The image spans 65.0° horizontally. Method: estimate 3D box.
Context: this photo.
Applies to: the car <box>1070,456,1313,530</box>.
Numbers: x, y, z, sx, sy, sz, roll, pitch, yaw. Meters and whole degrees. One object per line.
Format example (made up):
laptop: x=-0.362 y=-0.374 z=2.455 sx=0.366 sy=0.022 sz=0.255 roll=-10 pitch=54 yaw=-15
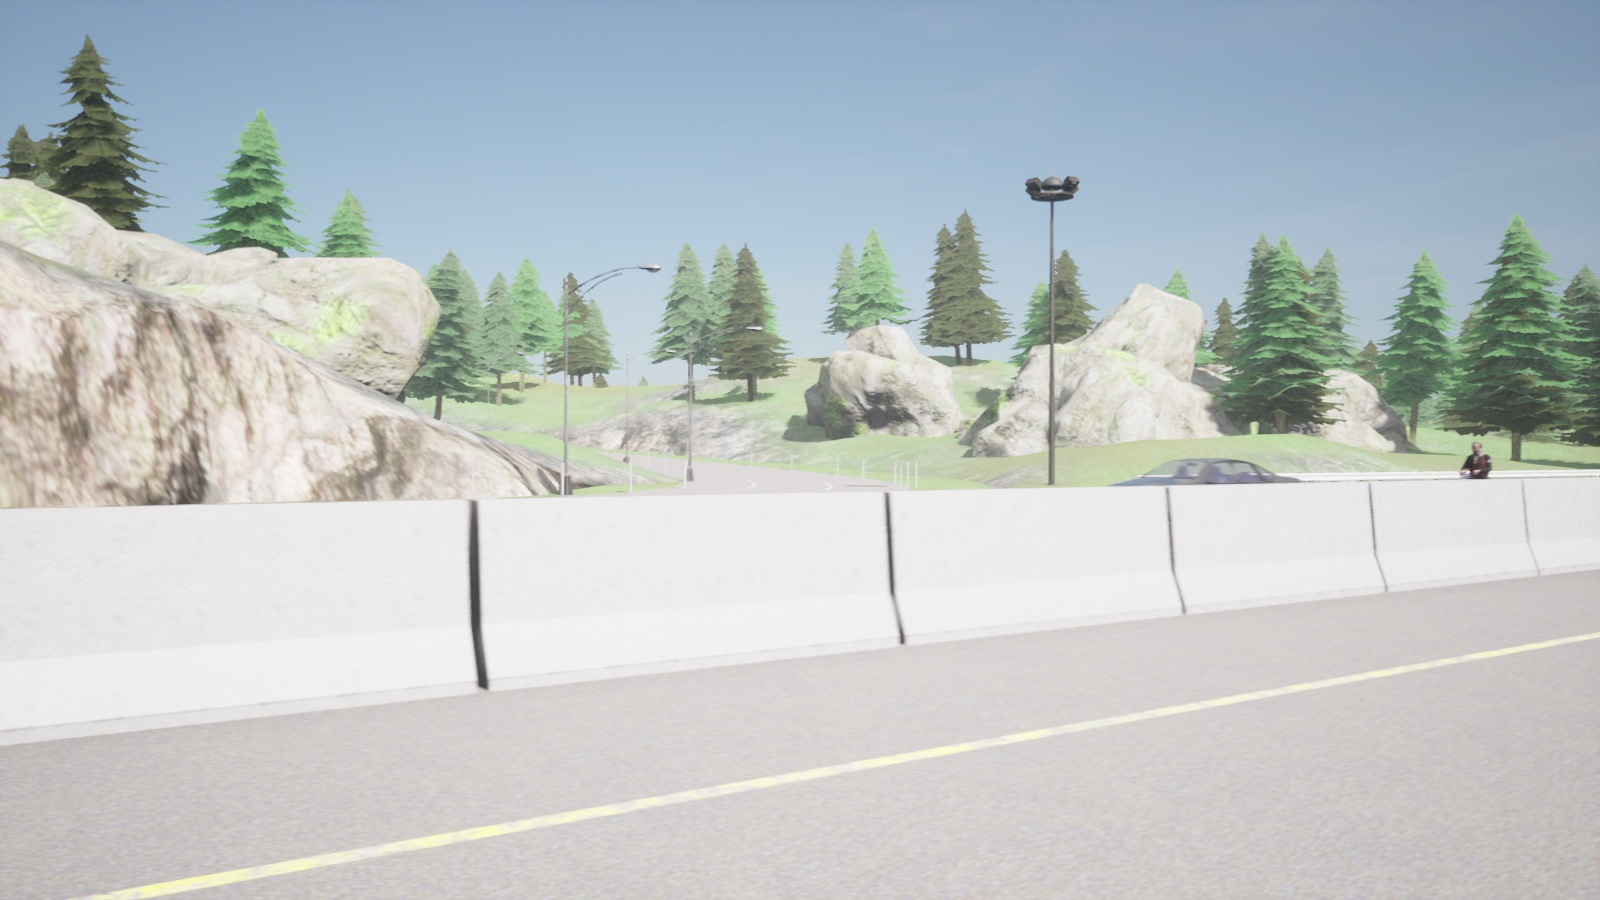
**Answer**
car: x=8.329 y=0.840 z=26.513 sx=5.357 sy=1.411 sz=2.033 roll=0 pitch=0 yaw=-35
